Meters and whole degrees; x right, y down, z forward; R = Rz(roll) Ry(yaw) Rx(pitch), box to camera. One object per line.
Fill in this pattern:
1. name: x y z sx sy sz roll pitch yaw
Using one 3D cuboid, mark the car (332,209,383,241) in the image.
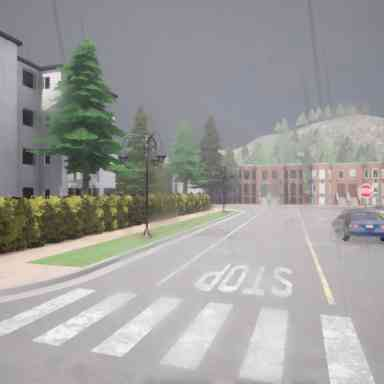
1. car: 8.357 1.537 16.741 2.033 1.411 5.357 0 0 16
